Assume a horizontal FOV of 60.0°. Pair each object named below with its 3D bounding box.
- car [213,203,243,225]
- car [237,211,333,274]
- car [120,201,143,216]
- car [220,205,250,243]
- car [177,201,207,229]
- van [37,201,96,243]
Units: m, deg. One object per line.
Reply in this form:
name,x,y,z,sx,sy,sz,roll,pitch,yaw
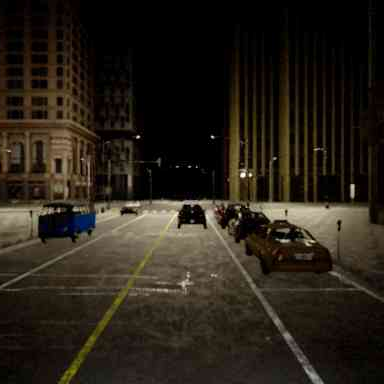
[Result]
car,2.668,1.449,21.520,1.967,1.590,4.097,0,0,0
car,2.718,1.529,10.407,1.752,1.417,4.829,0,0,0
car,-5.907,1.572,32.762,2.008,1.369,4.403,0,0,0
car,2.694,1.558,15.878,2.008,1.369,4.403,0,0,0
car,0.003,1.538,21.878,1.812,1.442,4.674,0,0,0
van,-5.832,1.357,15.839,1.690,1.788,3.998,0,0,0
